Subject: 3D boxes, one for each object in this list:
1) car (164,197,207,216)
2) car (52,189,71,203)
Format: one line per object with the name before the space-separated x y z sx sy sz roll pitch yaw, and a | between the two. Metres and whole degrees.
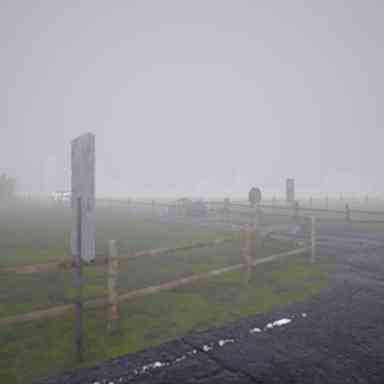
car | -0.634 1.219 29.388 1.837 1.490 4.892 1 0 -37
car | -19.263 0.571 49.680 2.150 2.045 5.566 0 1 -37
